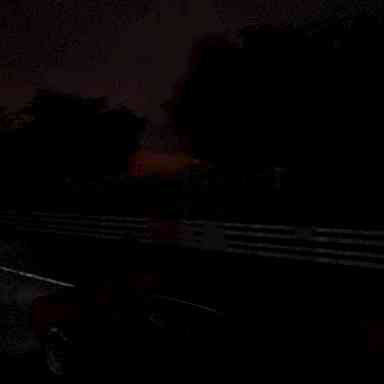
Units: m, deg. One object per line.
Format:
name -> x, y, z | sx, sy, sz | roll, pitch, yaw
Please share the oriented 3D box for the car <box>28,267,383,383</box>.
car -> 0.098, 1.616, 3.925 | 4.718, 1.301, 1.895 | 0, 0, 36
